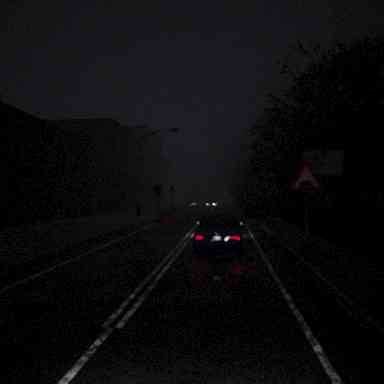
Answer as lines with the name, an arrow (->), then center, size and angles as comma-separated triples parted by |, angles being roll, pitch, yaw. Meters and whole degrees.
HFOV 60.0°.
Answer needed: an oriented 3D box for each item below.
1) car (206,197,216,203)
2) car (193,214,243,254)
car -> 4.144, 1.754, 72.456 | 1.895, 1.301, 4.718 | 0, -1, 6
car -> 1.114, 1.591, 13.674 | 2.033, 1.411, 5.357 | 0, 0, 6
